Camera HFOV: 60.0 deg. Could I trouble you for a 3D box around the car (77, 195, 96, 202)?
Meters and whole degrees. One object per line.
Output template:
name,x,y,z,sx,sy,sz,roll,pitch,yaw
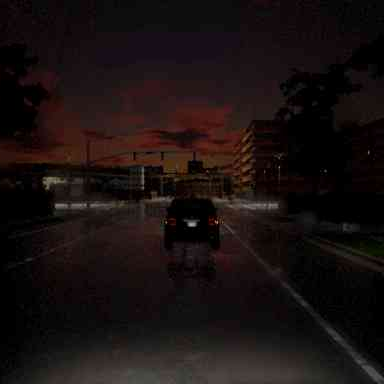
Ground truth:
car,-24.029,1.453,75.925,3.806,1.475,1.970,0,0,1

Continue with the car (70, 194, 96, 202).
car,-23.312,1.292,70.175,4.611,1.667,2.242,0,0,1

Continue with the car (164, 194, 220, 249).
car,0.000,1.256,14.680,2.150,2.045,5.566,0,0,0
